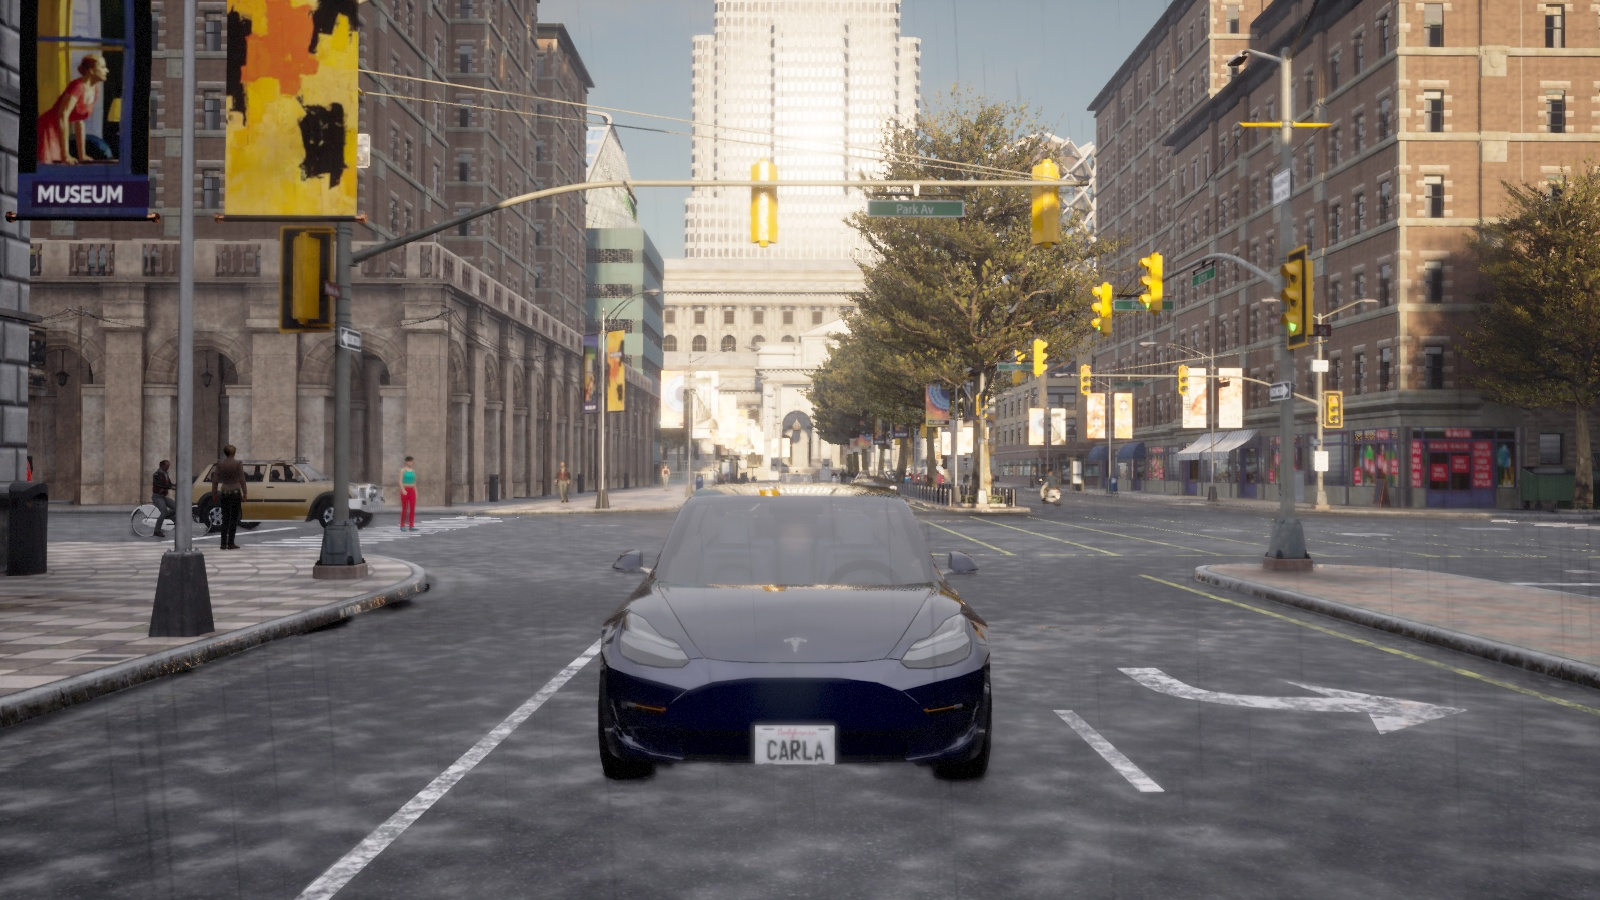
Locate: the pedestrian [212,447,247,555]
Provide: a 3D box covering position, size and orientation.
[{"bbox_3d":[-9.950,0.878,21.896,0.331,1.846,0.634,0,-1,-2],"label":"pedestrian"}]

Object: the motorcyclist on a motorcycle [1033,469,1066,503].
[{"bbox_3d":[11.934,1.727,60.070,0.866,1.590,1.817,1,-1,-14],"label":"motorcyclist on a motorcycle"}]

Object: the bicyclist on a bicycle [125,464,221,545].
[{"bbox_3d":[-14.120,1.216,28.301,1.843,1.776,0.659,0,-1,0],"label":"bicyclist on a bicycle"}]

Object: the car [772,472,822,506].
[{"bbox_3d":[-0.140,1.785,57.926,2.163,1.488,4.792,0,-1,0],"label":"car"}]

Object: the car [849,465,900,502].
[{"bbox_3d":[3.435,1.566,58.898,2.152,1.651,5.027,0,-1,1],"label":"car"}]

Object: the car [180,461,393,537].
[{"bbox_3d":[-12.935,1.216,31.817,4.605,1.855,1.932,0,-1,0],"label":"car"}]

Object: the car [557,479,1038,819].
[{"bbox_3d":[-0.020,0.950,8.059,2.163,1.488,4.792,0,-1,0],"label":"car"}]

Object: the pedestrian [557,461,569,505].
[{"bbox_3d":[-10.122,1.412,53.719,0.376,1.854,0.720,0,-1,0],"label":"pedestrian"}]

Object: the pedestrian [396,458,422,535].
[{"bbox_3d":[-9.536,1.126,30.616,0.594,1.836,0.345,-1,-1,42],"label":"pedestrian"}]
